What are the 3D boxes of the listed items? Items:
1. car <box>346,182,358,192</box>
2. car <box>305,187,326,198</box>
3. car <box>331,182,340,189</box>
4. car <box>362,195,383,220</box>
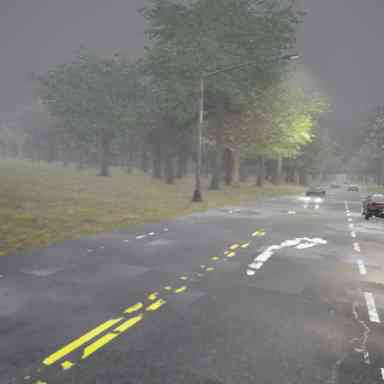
[{"bbox_3d":[33.499,-0.863,69.310,1.812,1.442,4.674,3,4,24],"label":"car"},{"bbox_3d":[16.310,0.008,43.828,1.895,1.301,4.718,4,4,31],"label":"car"},{"bbox_3d":[35.584,-1.651,82.512,1.882,1.535,5.008,3,4,24],"label":"car"},{"bbox_3d":[11.789,0.898,20.757,1.882,1.535,5.008,3,3,24],"label":"car"}]
